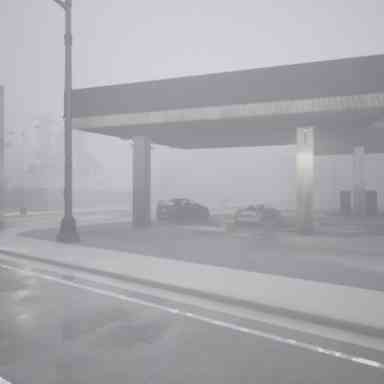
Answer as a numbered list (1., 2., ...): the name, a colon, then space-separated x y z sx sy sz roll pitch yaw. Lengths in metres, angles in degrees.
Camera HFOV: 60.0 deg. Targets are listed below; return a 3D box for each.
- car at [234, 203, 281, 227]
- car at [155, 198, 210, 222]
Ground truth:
1. car: 4.456 1.460 22.120 1.970 1.475 3.806 0 0 37
2. car: -0.617 1.302 24.922 2.242 1.667 4.611 0 0 37
